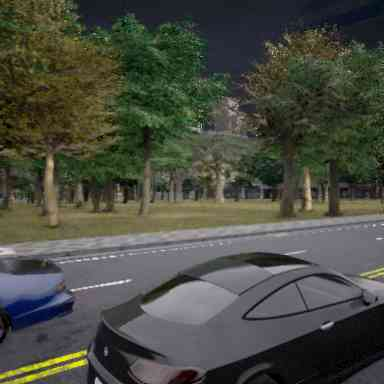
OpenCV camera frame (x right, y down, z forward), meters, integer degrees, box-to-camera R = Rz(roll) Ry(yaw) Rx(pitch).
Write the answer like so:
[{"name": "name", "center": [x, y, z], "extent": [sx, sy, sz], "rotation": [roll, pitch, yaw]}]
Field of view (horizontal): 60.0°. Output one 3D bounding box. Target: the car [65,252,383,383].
[{"name": "car", "center": [1.083, 1.524, 4.230], "extent": [4.674, 1.442, 1.812], "rotation": [0, 0, -36]}]

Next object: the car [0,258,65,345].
[{"name": "car", "center": [-4.468, 1.548, 4.488], "extent": [5.357, 1.411, 2.033], "rotation": [0, 0, -36]}]
